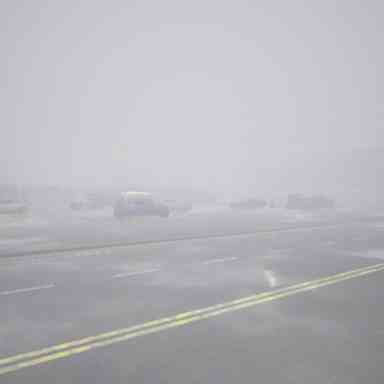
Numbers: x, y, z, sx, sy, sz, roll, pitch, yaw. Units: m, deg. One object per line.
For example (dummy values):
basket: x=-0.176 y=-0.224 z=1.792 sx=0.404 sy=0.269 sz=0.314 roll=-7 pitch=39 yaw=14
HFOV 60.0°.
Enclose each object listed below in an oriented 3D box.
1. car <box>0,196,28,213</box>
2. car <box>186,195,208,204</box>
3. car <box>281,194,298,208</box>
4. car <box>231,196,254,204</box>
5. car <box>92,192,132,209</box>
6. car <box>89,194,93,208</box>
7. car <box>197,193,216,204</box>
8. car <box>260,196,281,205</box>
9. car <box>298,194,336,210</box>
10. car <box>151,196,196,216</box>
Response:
car: x=-17.596 y=1.355 z=31.270 sx=3.806 sy=1.475 sz=1.970 roll=0 pitch=0 yaw=-35
car: x=0.933 y=1.392 z=61.485 sx=3.806 sy=1.475 sz=1.970 roll=0 pitch=0 yaw=-35
car: x=13.916 y=1.182 z=43.085 sx=3.866 sy=1.878 sz=1.905 roll=0 pitch=0 yaw=-35
car: x=12.669 y=1.615 z=83.355 sx=1.895 sy=1.301 sz=4.718 roll=0 pitch=0 yaw=-34
car: x=-11.725 y=1.124 z=49.011 sx=4.605 sy=1.855 sz=1.932 roll=0 pitch=0 yaw=-35
car: x=-13.340 y=1.331 z=51.416 sx=3.905 sy=1.438 sz=1.784 roll=0 pitch=0 yaw=-35
car: x=2.591 y=1.157 z=59.111 sx=3.866 sy=1.878 sz=1.905 roll=0 pitch=0 yaw=-35
car: x=18.441 y=1.573 z=74.689 sx=2.033 sy=1.411 sz=5.357 roll=0 pitch=0 yaw=-34
car: x=15.537 y=1.183 z=40.686 sx=4.605 sy=1.855 sz=1.932 roll=0 pitch=0 yaw=-35
car: x=-1.926 y=1.388 z=35.244 sx=3.806 sy=1.475 sz=1.970 roll=0 pitch=0 yaw=-35
